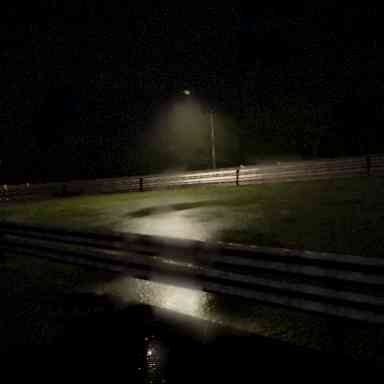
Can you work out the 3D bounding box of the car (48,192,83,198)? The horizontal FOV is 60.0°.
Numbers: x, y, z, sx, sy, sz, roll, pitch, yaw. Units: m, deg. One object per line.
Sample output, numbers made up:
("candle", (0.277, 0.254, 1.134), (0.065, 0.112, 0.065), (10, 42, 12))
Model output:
("car", (-17.259, 0.263, 45.176), (4.718, 1.301, 1.895), (-4, -2, 21))
